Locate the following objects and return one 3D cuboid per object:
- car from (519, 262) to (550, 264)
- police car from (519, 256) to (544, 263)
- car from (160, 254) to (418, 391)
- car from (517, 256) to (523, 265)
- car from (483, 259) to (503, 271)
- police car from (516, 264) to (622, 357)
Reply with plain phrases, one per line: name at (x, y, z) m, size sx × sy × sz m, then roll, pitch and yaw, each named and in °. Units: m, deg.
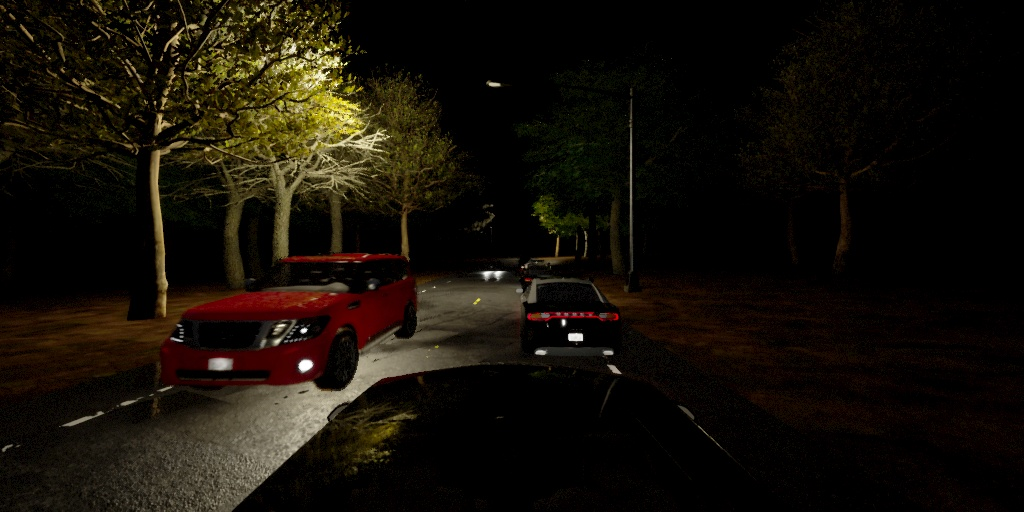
car at (1.405, 1.216, 18.488) m, size 1.812 × 1.442 × 4.674 m, roll 0°, pitch 0°, yaw 2°
police car at (1.666, 1.059, 24.574) m, size 1.930 × 1.638 × 5.238 m, roll 0°, pitch 1°, yaw 3°
car at (-3.525, 0.968, 7.154) m, size 2.150 × 2.045 × 5.566 m, roll 0°, pitch 0°, yaw 1°
car at (1.819, 0.838, 50.133) m, size 1.837 × 1.490 × 4.892 m, roll 0°, pitch 1°, yaw 2°
car at (-2.144, 1.010, 41.289) m, size 1.994 × 1.385 × 4.181 m, roll 0°, pitch 1°, yaw 3°
police car at (1.126, 1.166, 8.660) m, size 1.930 × 1.638 × 5.238 m, roll 0°, pitch 0°, yaw 1°
